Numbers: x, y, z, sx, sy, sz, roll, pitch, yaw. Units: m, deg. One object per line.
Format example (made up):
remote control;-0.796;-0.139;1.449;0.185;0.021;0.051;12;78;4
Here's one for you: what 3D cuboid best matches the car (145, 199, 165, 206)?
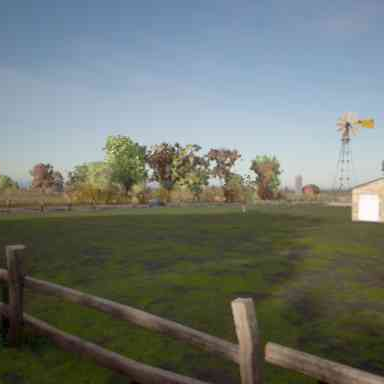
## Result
car;-6.923;1.968;63.112;1.994;1.385;4.181;2;0;36
